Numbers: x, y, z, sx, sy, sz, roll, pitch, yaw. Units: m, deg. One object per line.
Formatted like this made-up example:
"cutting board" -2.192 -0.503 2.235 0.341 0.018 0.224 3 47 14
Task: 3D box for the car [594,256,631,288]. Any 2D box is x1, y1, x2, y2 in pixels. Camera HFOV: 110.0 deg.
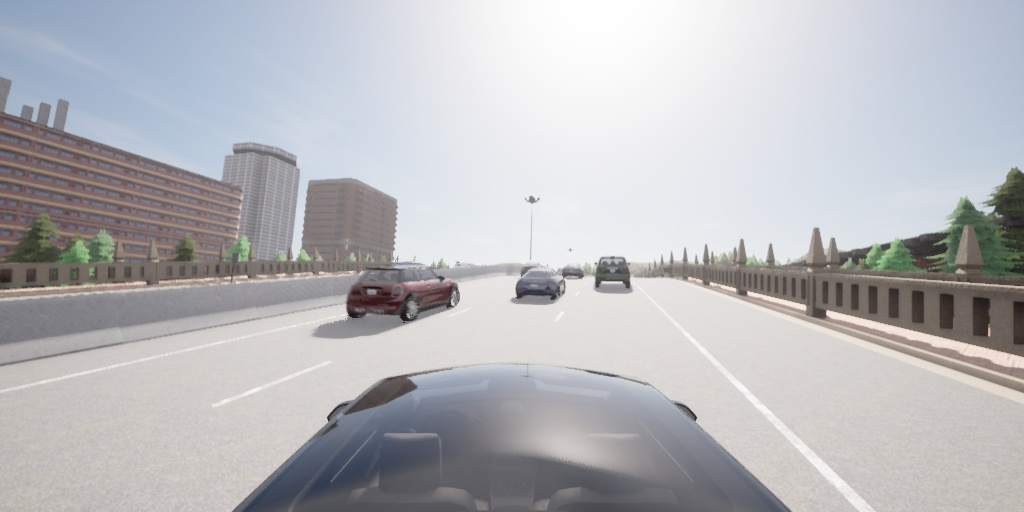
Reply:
"car" 6.778 0.987 24.260 2.150 2.045 5.566 0 0 15

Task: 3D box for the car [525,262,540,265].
"car" 2.036 1.334 33.676 1.812 1.442 4.674 0 -1 15

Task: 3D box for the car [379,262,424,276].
"car" -11.539 1.328 37.871 2.033 1.411 5.357 0 -1 15

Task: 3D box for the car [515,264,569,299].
"car" 1.535 1.313 18.153 1.994 1.385 4.181 0 0 15

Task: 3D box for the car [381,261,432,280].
"car" -9.390 1.210 32.325 2.128 1.511 4.902 0 0 15

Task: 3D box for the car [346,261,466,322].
"car" -3.564 1.088 12.587 2.097 1.767 4.553 0 0 15

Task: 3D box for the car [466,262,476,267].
"car" -4.781 1.347 36.044 2.033 1.411 5.357 0 -1 15

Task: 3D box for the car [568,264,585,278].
"car" 5.983 1.441 34.904 1.994 1.385 4.181 0 -2 15
